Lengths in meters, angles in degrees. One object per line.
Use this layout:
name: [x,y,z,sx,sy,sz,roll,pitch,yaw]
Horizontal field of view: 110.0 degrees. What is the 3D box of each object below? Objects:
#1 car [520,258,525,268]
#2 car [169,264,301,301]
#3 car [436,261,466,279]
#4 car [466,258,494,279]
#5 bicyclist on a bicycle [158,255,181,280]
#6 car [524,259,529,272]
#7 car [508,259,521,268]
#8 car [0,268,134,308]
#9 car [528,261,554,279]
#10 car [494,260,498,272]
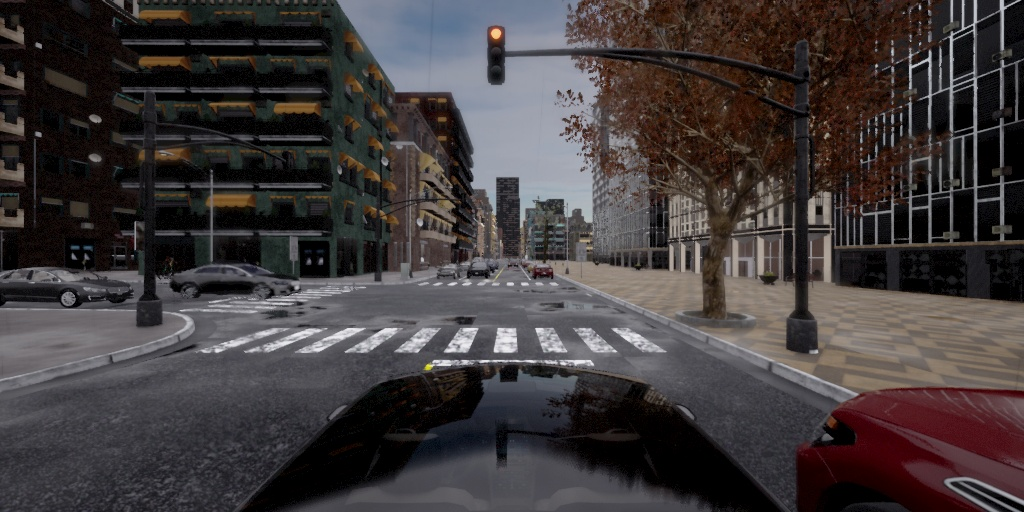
car: [2.762,1.390,60.037,1.802,1.307,4.207,0,0,0]
car: [-12.078,1.108,15.876,4.902,1.511,2.128,1,0,-4]
car: [-5.652,1.320,32.385,2.007,1.370,4.403,0,0,0]
car: [-3.055,1.249,33.670,1.882,1.535,5.008,0,0,0]
bicyclist on a bicycle: [-23.141,0.767,24.251,0.582,1.620,1.656,1,0,-1]
car: [2.742,1.308,43.610,1.751,1.417,4.829,0,0,0]
car: [0.174,1.413,63.012,1.895,1.301,4.718,0,0,0]
car: [-16.421,1.094,12.982,4.403,1.370,2.007,0,0,-1]
car: [2.729,1.315,32.375,1.888,1.381,4.507,0,0,0]
car: [-3.030,1.384,43.693,1.895,1.301,4.718,0,0,0]
